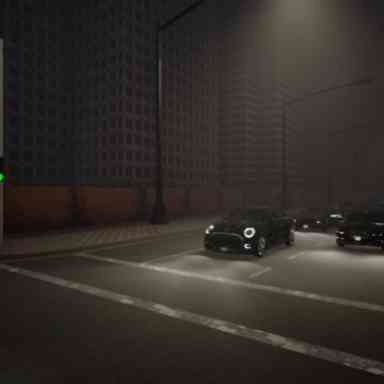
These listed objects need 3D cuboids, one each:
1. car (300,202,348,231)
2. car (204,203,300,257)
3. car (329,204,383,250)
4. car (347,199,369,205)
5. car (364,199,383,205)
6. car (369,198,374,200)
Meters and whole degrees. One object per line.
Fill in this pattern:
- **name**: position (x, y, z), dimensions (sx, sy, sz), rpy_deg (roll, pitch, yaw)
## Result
- **car**: position (7.927, 1.549, 20.800), dimensions (2.033, 1.411, 5.357), rpy_deg (0, 0, 36)
- **car**: position (2.371, 1.355, 13.126), dimensions (2.097, 1.767, 4.553), rpy_deg (0, 0, 36)
- **car**: position (7.636, 1.505, 14.443), dimensions (1.837, 1.490, 4.892), rpy_deg (0, 0, 36)
- **car**: position (13.742, 1.565, 28.781), dimensions (1.994, 1.385, 4.181), rpy_deg (0, 0, 36)
- **car**: position (13.152, 1.490, 22.029), dimensions (2.128, 1.511, 4.902), rpy_deg (0, 0, 36)
- **car**: position (19.879, 1.504, 37.161), dimensions (1.837, 1.490, 4.892), rpy_deg (0, 0, 37)
